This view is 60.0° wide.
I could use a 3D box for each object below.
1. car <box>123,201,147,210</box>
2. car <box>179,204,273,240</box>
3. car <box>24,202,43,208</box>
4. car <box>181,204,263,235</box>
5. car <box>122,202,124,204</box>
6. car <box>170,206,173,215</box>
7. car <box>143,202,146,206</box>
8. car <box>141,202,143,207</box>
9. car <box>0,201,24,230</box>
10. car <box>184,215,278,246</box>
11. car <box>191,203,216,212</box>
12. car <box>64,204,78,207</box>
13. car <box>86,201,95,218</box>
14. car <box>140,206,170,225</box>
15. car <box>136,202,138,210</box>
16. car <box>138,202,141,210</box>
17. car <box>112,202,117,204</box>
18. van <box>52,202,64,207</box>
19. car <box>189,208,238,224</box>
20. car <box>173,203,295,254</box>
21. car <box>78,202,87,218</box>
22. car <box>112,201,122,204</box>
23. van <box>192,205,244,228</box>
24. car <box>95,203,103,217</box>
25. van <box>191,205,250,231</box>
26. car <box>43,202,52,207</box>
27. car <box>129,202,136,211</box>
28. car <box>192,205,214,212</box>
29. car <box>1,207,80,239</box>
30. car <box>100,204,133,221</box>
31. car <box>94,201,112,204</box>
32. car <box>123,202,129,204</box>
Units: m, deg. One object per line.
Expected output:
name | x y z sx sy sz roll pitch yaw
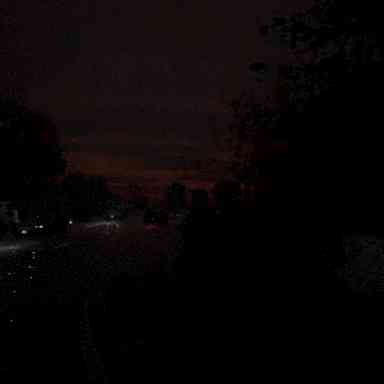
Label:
car | -14.268 3.401 82.661 5.566 2.045 2.435 1 -2 -20
car | 2.206 1.940 21.931 5.566 2.045 2.435 2 -2 -19
car | -14.673 1.703 25.303 5.566 2.045 2.435 1 -2 -20
car | 2.230 2.029 24.889 5.566 2.045 2.435 3 -2 -19
car | -14.446 2.851 55.475 4.892 1.521 2.231 1 -2 -19
car | -3.444 2.980 51.839 1.837 1.490 4.892 1 -2 0
car | -14.279 3.564 79.651 4.892 1.521 2.231 1 -2 -20
car | -14.265 3.349 76.641 4.553 1.767 2.185 1 -2 -20
car | -14.737 1.612 22.244 5.566 2.045 2.435 1 -2 -19
car | 2.182 2.133 18.957 4.792 1.488 2.163 3 -2 -20
car | 2.716 3.694 81.112 5.566 2.045 2.435 3 -2 -19
car | -14.632 2.225 34.340 4.892 1.521 2.231 1 -2 -20
car | -14.547 2.278 40.390 4.553 1.767 2.185 1 -1 -20
car | -3.590 2.396 33.024 1.882 1.535 5.008 1 -2 0
car | -14.366 3.170 70.579 4.553 1.767 2.185 1 -2 -19
car | -14.349 3.259 73.605 4.553 1.767 2.185 1 -2 -20
car | -14.332 2.671 49.507 5.366 1.575 1.946 1 -2 -20
van | -14.755 1.906 31.281 4.442 1.987 1.878 1 -2 -20
car | 2.337 2.634 36.720 4.892 1.521 2.231 2 -2 -20
car | 2.206 1.766 16.049 5.566 2.045 2.435 3 -2 -19
car | -14.562 2.189 37.362 4.553 1.767 2.185 1 -2 -19
car | -14.449 2.510 52.477 5.566 2.045 2.435 1 -2 -19
van | 2.409 2.237 30.861 4.442 1.987 1.878 3 -2 -19
car | -14.523 2.523 43.408 4.792 1.488 2.163 1 -2 -19
van | 2.385 2.149 27.903 4.442 1.987 1.878 3 -2 -19
car | -14.704 1.918 28.296 4.553 1.767 2.185 1 -2 -20
car | -14.362 2.867 64.566 5.566 2.045 2.435 1 -2 -20
car | 2.660 3.897 78.129 4.674 1.452 2.002 3 -2 -20
car | -8.881 1.919 20.106 2.128 1.511 4.902 1 -1 1
car | -8.647 2.481 38.593 2.128 1.511 4.902 1 -2 1
car | -14.555 2.330 46.417 5.566 2.045 2.435 1 -2 -20
car | -14.464 2.687 58.503 5.566 2.045 2.435 1 -2 -20
